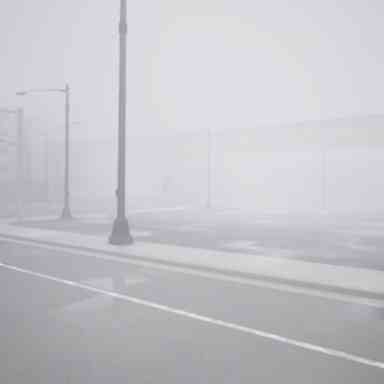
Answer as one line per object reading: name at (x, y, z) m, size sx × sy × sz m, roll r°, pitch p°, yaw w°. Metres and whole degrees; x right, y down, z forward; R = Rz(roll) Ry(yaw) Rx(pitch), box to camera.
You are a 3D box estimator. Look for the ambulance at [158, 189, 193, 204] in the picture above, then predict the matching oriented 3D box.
ambulance at (-2.704, 0.722, 56.245) m, size 6.366 × 2.431 × 2.351 m, roll 0°, pitch 1°, yaw -40°
